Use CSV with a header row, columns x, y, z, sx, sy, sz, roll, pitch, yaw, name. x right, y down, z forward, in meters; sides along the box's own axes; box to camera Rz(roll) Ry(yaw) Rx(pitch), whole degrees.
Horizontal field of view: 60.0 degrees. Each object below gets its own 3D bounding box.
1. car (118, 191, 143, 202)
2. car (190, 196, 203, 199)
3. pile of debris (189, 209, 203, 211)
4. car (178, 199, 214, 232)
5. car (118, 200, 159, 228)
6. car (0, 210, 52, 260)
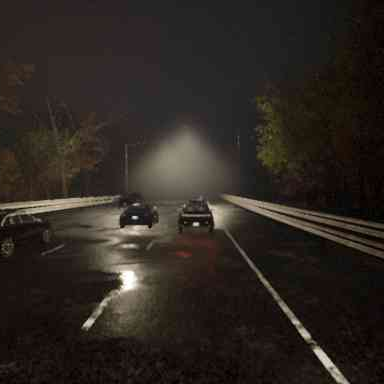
x,y,z,sx,sy,sz,roll,pitch,yaw,name
-6.478,0.654,34.939,1.812,1.442,4.674,-6,8,4,car
0.525,1.232,36.569,2.128,1.511,4.902,0,0,1,car
0.408,1.921,35.960,1.500,0.140,1.860,0,0,1,pile of debris
0.230,1.363,18.865,2.128,1.511,4.902,0,0,1,car
-3.241,1.420,21.048,1.994,1.385,4.181,0,0,1,car
-6.812,1.410,12.097,2.128,1.511,4.902,0,0,0,car
